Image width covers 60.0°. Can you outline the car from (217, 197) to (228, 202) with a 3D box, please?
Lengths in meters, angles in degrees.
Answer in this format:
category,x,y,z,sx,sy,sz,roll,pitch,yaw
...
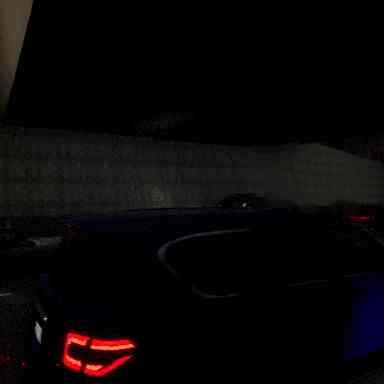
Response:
category,x,y,z,sx,sy,sz,roll,pitch,yaw
car,5.534,1.220,40.309,5.566,2.045,2.150,0,0,-32

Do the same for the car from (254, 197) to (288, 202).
category,x,y,z,sx,sy,sz,roll,pitch,yaw
car,8.944,1.525,34.168,4.674,1.442,1.812,0,0,-32

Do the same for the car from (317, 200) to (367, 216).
category,x,y,z,sx,sy,sz,roll,pitch,yaw
car,15.442,1.546,34.142,5.357,1.411,2.033,0,0,-32

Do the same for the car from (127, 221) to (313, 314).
category,x,y,z,sx,sy,sz,roll,pitch,yaw
car,0.760,1.563,8.118,4.181,1.385,1.994,0,0,-32

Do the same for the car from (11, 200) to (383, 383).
category,x,y,z,sx,sy,sz,roll,pitch,yaw
car,1.018,1.220,4.144,5.566,2.045,2.150,0,0,-32

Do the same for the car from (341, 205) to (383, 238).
category,x,y,z,sx,sy,sz,roll,pitch,yaw
car,10.593,1.504,18.440,4.892,1.490,1.837,0,0,-32

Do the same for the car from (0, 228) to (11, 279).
category,x,y,z,sx,sy,sz,roll,pitch,yaw
car,-4.836,1.601,8.733,4.718,1.301,1.895,0,0,-32

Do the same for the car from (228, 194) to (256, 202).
category,x,y,z,sx,sy,sz,roll,pitch,yaw
car,6.757,1.351,36.942,4.553,1.767,2.097,0,0,-32
